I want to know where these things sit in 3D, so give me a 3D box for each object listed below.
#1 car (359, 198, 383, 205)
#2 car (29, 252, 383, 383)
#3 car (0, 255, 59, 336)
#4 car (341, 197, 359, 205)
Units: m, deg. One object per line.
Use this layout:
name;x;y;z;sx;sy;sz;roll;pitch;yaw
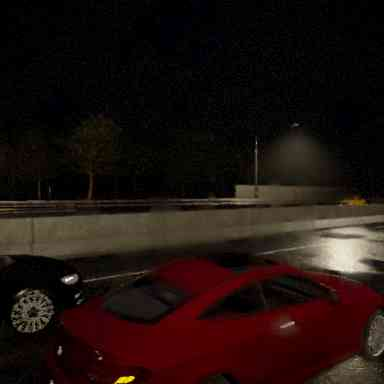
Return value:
car;27.678;1.622;49.486;5.357;1.411;2.033;0;0;-35
car;0.681;1.526;4.233;4.674;1.442;1.812;0;0;-36
car;-4.205;1.492;5.047;4.902;1.511;2.128;0;0;-36
car;25.343;1.551;52.119;5.008;1.535;1.882;0;0;-35
